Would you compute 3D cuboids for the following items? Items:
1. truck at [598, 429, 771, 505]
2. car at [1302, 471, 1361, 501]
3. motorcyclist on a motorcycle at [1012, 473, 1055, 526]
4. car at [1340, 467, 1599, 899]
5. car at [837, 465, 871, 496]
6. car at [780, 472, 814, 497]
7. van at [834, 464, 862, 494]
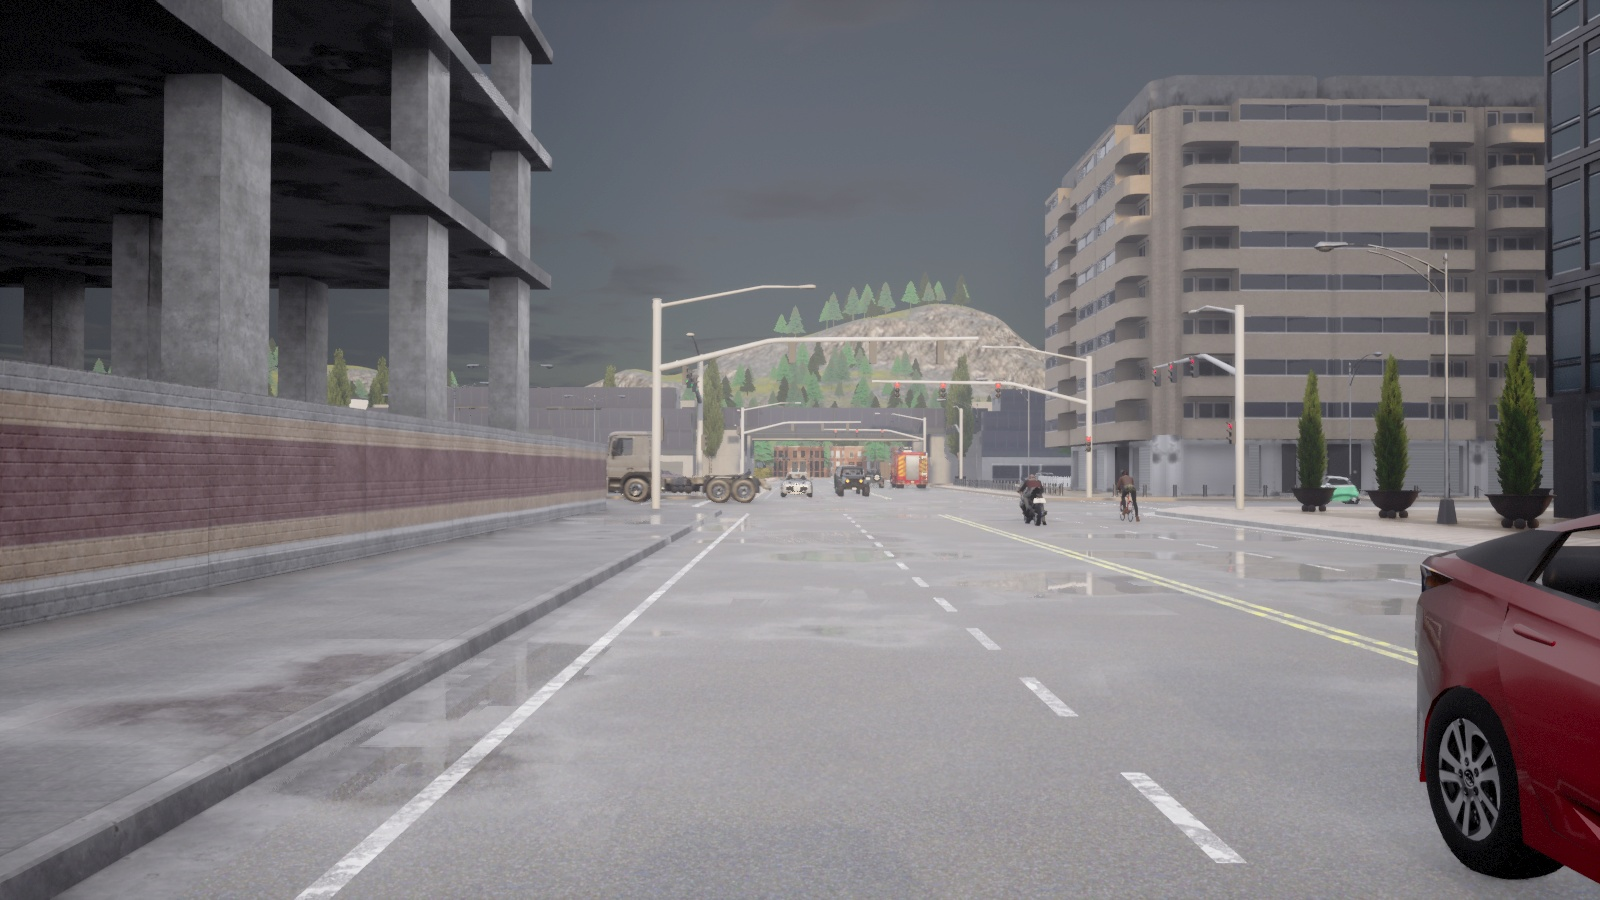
[{"bbox_3d":[-5.388,0.810,59.595,7.936,3.462,2.891,0,-1,-1],"label":"truck"},{"bbox_3d":[25.414,1.719,60.073,2.207,1.376,1.481,0,-1,0],"label":"car"},{"bbox_3d":[6.914,1.446,37.268,0.866,1.530,2.191,0,-1,0],"label":"motorcyclist on a motorcycle"},{"bbox_3d":[3.492,0.806,3.505,2.007,1.525,4.514,0,-1,0],"label":"car"},{"bbox_3d":[3.317,1.907,78.188,1.905,1.878,3.866,0,-1,0],"label":"car"},{"bbox_3d":[-0.174,2.047,75.606,1.970,1.475,3.806,0,-1,0],"label":"car"},{"bbox_3d":[3.299,2.005,86.597,1.775,1.987,4.442,0,-1,0],"label":"van"}]
